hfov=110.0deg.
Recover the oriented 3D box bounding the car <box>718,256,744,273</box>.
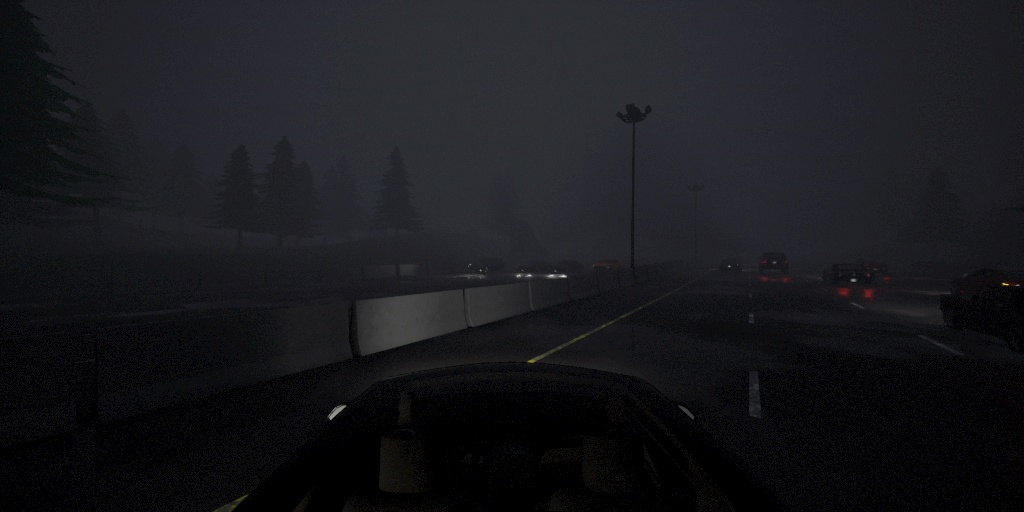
[{"bbox_3d":[22.423,0.956,36.827,1.994,1.385,4.181,0,1,34],"label":"car"}]

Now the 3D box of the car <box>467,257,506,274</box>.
[{"bbox_3d":[-2.587,0.929,37.352,2.097,1.767,4.553,0,1,34],"label":"car"}]

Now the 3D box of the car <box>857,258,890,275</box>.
[{"bbox_3d":[31.897,0.902,32.136,1.812,1.442,4.674,0,1,32],"label":"car"}]

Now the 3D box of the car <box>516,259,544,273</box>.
[{"bbox_3d":[2.586,1.076,38.769,2.033,1.411,5.357,0,1,34],"label":"car"}]

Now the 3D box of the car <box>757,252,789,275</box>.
[{"bbox_3d":[24.968,0.628,34.328,2.150,2.045,5.566,0,1,33],"label":"car"}]

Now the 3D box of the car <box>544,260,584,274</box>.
[{"bbox_3d":[5.718,1.073,37.155,2.033,1.411,5.357,0,1,34],"label":"car"}]

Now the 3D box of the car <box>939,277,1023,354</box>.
[{"bbox_3d":[11.723,1.335,7.918,1.895,1.301,4.718,0,0,33],"label":"car"}]

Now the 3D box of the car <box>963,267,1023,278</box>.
[{"bbox_3d":[20.557,1.188,14.945,1.812,1.442,4.674,0,1,33],"label":"car"}]

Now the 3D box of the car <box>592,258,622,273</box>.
[{"bbox_3d":[9.874,0.981,37.060,1.882,1.535,5.008,0,1,33],"label":"car"}]

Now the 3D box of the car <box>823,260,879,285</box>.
[{"bbox_3d":[22.331,1.166,23.983,1.895,1.301,4.718,0,1,33],"label":"car"}]
